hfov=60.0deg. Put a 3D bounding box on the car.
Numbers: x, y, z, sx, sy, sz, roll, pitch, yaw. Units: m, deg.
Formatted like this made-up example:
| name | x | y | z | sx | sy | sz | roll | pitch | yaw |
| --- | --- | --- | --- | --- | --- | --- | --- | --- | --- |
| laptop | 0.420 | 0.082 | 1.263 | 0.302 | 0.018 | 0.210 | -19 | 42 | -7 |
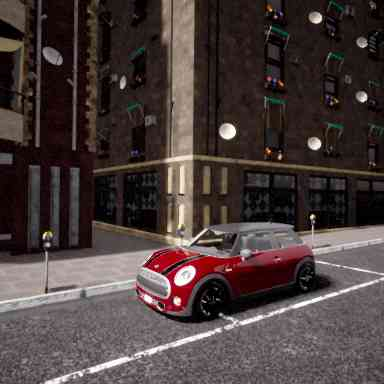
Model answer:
| name | x | y | z | sx | sy | sz | roll | pitch | yaw |
| --- | --- | --- | --- | --- | --- | --- | --- | --- | --- |
| car | 0.819 | 1.441 | 7.276 | 4.097 | 1.590 | 1.967 | 0 | 1 | -35 |
